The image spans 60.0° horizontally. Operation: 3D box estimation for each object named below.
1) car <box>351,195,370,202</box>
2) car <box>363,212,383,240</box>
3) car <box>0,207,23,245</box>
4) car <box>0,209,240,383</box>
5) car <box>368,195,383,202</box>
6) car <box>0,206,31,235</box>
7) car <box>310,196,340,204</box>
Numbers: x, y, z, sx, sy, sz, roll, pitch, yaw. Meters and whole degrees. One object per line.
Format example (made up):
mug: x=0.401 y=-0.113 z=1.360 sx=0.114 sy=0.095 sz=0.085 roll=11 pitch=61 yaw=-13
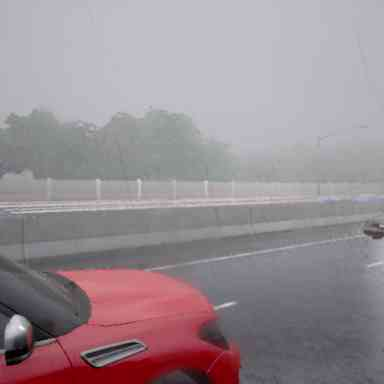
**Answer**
car: x=21.636 y=1.156 z=41.270 sx=5.008 sy=1.535 sz=1.882 roll=-1 pitch=0 yaw=-36
car: x=9.973 y=1.452 z=15.303 sx=5.357 sy=1.411 sz=2.033 roll=0 pitch=0 yaw=-36
car: x=-10.038 y=1.490 z=14.025 sx=4.902 sy=1.511 sz=2.128 roll=0 pitch=0 yaw=-36
car: x=-2.218 y=1.224 z=2.154 sx=5.566 sy=2.045 sz=2.150 roll=0 pitch=0 yaw=-36
car: x=22.190 y=1.301 z=37.354 sx=4.718 sy=1.301 sz=1.895 roll=-1 pitch=0 yaw=-36
car: x=-11.023 y=1.555 z=17.632 sx=4.181 sy=1.385 sz=1.994 roll=0 pitch=0 yaw=-36
car: x=16.944 y=1.241 z=42.197 sx=4.674 sy=1.442 sz=1.812 roll=-1 pitch=0 yaw=-36
